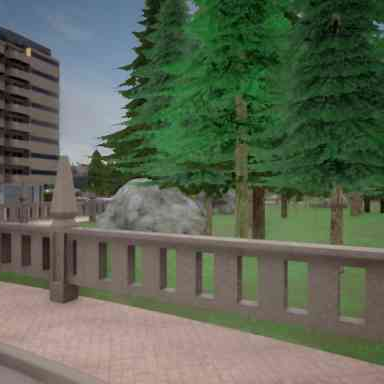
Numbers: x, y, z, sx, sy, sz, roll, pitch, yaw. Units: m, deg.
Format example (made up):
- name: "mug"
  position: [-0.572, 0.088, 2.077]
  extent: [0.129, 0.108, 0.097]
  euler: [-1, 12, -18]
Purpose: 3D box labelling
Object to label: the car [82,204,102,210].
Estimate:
- name: "car"
  position: [-12.466, 1.611, 42.486]
  extent: [1.994, 1.385, 4.181]
  euler: [0, 0, 26]
